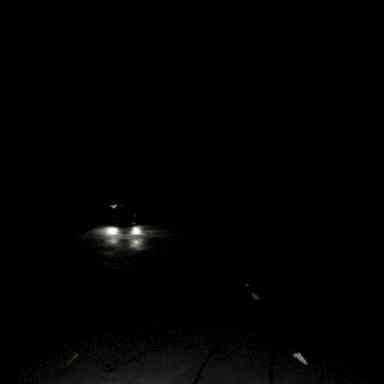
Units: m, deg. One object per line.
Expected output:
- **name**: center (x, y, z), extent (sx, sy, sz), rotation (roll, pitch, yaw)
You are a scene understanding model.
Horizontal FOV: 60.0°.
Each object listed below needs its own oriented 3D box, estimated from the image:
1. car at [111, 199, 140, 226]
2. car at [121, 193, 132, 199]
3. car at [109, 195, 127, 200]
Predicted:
- **car**: center (-4.859, 1.554, 24.584), extent (1.882, 1.535, 5.008), rotation (-1, 0, -8)
- **car**: center (-15.890, 1.250, 79.653), extent (2.150, 2.045, 5.566), rotation (-2, 1, -24)
- **car**: center (-14.426, 1.787, 64.943), extent (1.994, 1.385, 4.181), rotation (-2, 1, -19)
